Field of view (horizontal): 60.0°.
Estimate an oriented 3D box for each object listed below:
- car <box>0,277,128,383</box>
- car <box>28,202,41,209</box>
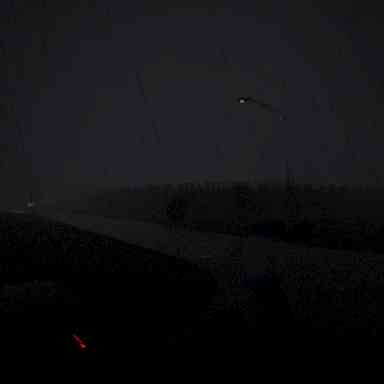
[{"bbox_3d":[-2.345,1.375,1.234,4.553,1.767,2.097,1,-1,-32],"label":"car"},{"bbox_3d":[-39.417,3.560,84.058,1.895,1.301,4.718,0,-1,-32],"label":"car"}]
